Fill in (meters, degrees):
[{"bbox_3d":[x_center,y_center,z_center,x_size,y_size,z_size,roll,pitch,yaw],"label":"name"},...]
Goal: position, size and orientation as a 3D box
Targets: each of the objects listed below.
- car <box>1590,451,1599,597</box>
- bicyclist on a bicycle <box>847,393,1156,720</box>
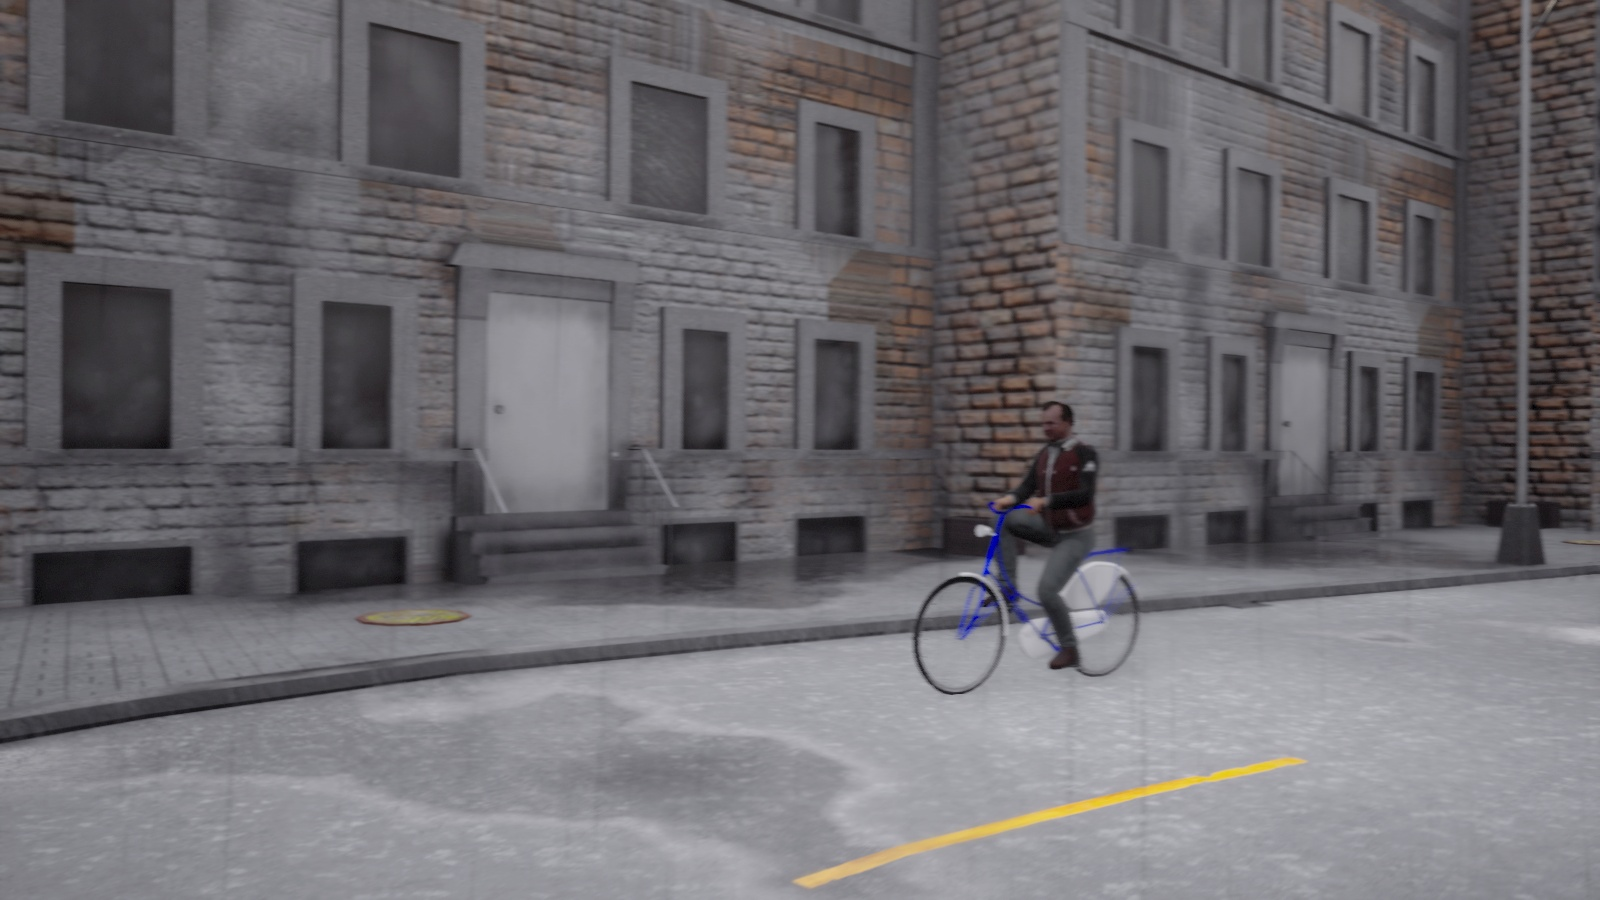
[{"bbox_3d":[10.265,0.758,12.995,4.193,1.474,1.816,0,0,-31],"label":"car"},{"bbox_3d":[1.244,0.578,7.590,1.843,1.776,0.659,0,1,-32],"label":"bicyclist on a bicycle"}]
